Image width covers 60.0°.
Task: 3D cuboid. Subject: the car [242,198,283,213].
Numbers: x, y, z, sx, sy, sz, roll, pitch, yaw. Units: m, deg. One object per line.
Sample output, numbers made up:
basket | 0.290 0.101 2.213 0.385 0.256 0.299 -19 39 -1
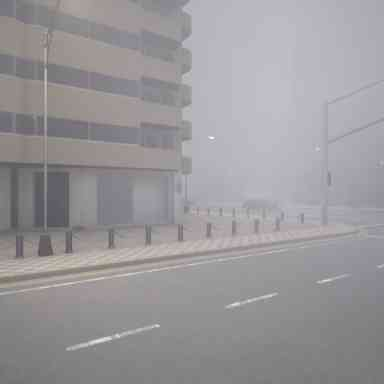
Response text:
car | 7.614 1.436 36.152 2.128 1.511 4.902 0 0 -35

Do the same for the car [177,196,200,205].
car | -0.734 1.449 60.600 1.837 1.490 4.892 0 0 -34

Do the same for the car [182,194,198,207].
car | -1.686 1.422 49.479 1.882 1.535 5.008 0 0 -35

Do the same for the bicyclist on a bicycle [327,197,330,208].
bicyclist on a bicycle | 17.369 1.245 43.071 1.656 1.620 0.582 0 0 -35
